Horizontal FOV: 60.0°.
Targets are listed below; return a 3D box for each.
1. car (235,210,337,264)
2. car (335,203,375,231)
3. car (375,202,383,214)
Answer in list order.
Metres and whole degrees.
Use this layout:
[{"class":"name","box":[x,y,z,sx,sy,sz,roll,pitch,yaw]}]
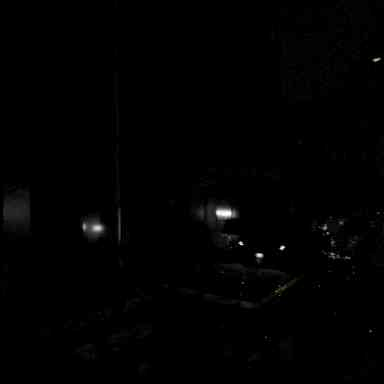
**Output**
[{"class":"car","box":[3.634,1.589,12.481,2.033,1.411,5.357,0,0,36]},{"class":"car","box":[10.374,1.607,21.945,2.128,1.511,4.902,0,0,35]},{"class":"car","box":[20.726,1.832,36.392,2.033,1.411,5.357,0,-1,36]}]
